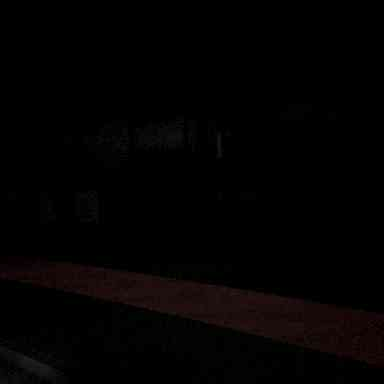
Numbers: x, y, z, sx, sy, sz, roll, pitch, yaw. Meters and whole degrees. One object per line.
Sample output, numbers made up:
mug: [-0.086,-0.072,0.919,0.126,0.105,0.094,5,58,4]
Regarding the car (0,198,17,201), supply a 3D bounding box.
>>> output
car: [-17.914,1.349,32.117,1.837,1.490,4.892,0,0,23]
